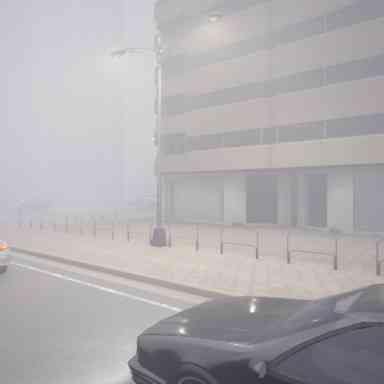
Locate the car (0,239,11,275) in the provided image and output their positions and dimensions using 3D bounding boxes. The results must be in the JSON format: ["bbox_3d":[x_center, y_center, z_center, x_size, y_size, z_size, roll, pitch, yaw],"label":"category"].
[{"bbox_3d":[-6.747,1.525,9.250,4.674,1.442,1.812,0,0,39],"label":"car"}]

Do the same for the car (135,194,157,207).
[{"bbox_3d":[-5.909,1.278,53.025,2.150,2.045,5.566,0,0,38],"label":"car"}]

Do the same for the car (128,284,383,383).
[{"bbox_3d":[1.888,1.548,2.597,5.357,1.411,2.033,0,0,38],"label":"car"}]

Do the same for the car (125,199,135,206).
[{"bbox_3d":[-8.539,1.601,55.345,2.033,1.411,5.357,0,0,38],"label":"car"}]

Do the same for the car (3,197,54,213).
[{"bbox_3d":[-18.002,1.406,37.177,2.097,1.767,4.553,0,0,37],"label":"car"}]

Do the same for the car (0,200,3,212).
[{"bbox_3d":[-22.539,1.544,36.991,2.128,1.511,4.902,0,0,37],"label":"car"}]
